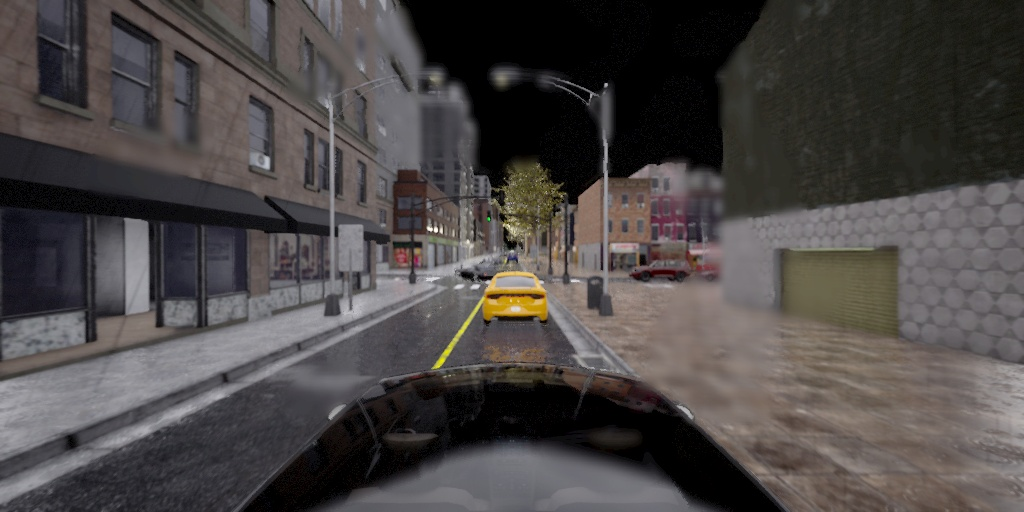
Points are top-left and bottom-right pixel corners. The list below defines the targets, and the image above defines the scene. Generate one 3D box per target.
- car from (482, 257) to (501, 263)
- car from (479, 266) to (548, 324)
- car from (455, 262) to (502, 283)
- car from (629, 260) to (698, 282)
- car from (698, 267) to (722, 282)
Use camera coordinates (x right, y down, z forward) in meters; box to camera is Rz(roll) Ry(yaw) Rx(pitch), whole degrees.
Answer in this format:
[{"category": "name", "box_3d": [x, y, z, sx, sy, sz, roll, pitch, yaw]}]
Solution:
[{"category": "car", "box_3d": [-2.839, 1.027, 43.345, 2.128, 1.511, 4.902, 0, 1, 1]}, {"category": "car", "box_3d": [0.099, 1.282, 12.237, 1.882, 1.535, 5.008, 0, 0, 0]}, {"category": "car", "box_3d": [-2.656, 1.334, 27.766, 1.895, 1.301, 4.718, 0, 1, -34]}, {"category": "car", "box_3d": [12.703, 1.241, 30.751, 5.009, 1.841, 2.192, 0, 0, 0]}, {"category": "car", "box_3d": [18.105, 1.585, 30.760, 4.207, 1.307, 1.802, 0, 0, 0]}]
